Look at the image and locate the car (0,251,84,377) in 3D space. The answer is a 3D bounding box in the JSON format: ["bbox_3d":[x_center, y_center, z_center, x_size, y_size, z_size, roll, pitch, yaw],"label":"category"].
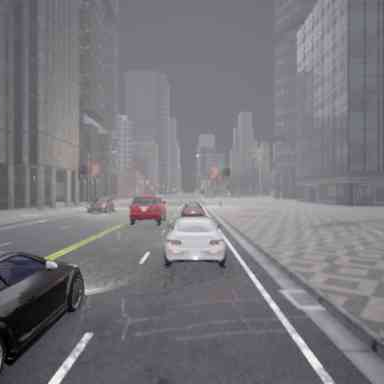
[{"bbox_3d":[-3.152,1.574,5.046,1.994,1.385,4.181,0,0,0],"label":"car"}]

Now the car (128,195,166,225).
[{"bbox_3d":[-3.164,1.261,24.576,2.150,2.045,5.566,0,0,0],"label":"car"}]

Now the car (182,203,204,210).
[{"bbox_3d":[0.084,1.604,28.988,1.994,1.385,4.181,0,0,0],"label":"car"}]

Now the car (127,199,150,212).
[{"bbox_3d":[-6.568,1.583,41.363,2.033,1.411,5.357,0,0,1],"label":"car"}]

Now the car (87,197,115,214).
[{"bbox_3d":[-9.846,1.391,36.163,2.097,1.767,4.553,0,0,0],"label":"car"}]

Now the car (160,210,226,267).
[{"bbox_3d":[0.093,1.548,11.371,1.812,1.442,4.674,0,0,0],"label":"car"}]
